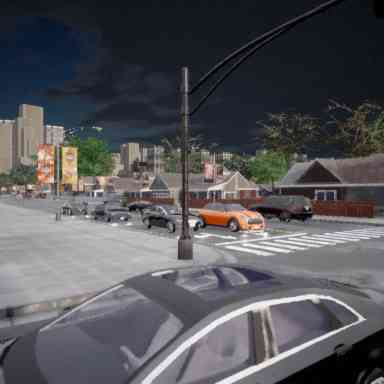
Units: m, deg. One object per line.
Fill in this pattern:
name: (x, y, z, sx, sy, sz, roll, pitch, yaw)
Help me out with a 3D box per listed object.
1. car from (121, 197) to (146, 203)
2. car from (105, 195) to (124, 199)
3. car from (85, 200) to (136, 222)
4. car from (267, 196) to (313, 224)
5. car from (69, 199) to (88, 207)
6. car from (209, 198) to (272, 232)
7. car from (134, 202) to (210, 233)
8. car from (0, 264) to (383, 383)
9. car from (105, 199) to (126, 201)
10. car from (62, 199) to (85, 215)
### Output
car: (-6.066, 1.683, 38.676, 1.882, 1.535, 5.008, 0, 0, -35)
car: (-12.475, 1.519, 53.293, 2.150, 2.045, 5.566, 0, 0, -35)
car: (-7.092, 1.710, 28.556, 2.033, 1.411, 5.357, 0, 0, -36)
car: (6.788, 1.318, 26.231, 2.150, 2.045, 5.566, 0, 0, -35)
car: (-19.894, 1.944, 58.119, 1.895, 1.301, 4.718, 0, 0, -35)
car: (2.366, 1.440, 20.911, 2.097, 1.767, 4.553, 0, 0, -36)
car: (-1.377, 1.592, 20.540, 2.128, 1.511, 4.902, 0, 0, -35)
car: (-0.080, 1.491, 2.804, 4.902, 1.511, 2.128, 0, 0, -34)
car: (-8.460, 1.767, 36.107, 1.994, 1.385, 4.181, 0, 0, -35)
car: (-13.105, 1.730, 37.033, 1.837, 1.490, 4.892, 0, 0, -35)
